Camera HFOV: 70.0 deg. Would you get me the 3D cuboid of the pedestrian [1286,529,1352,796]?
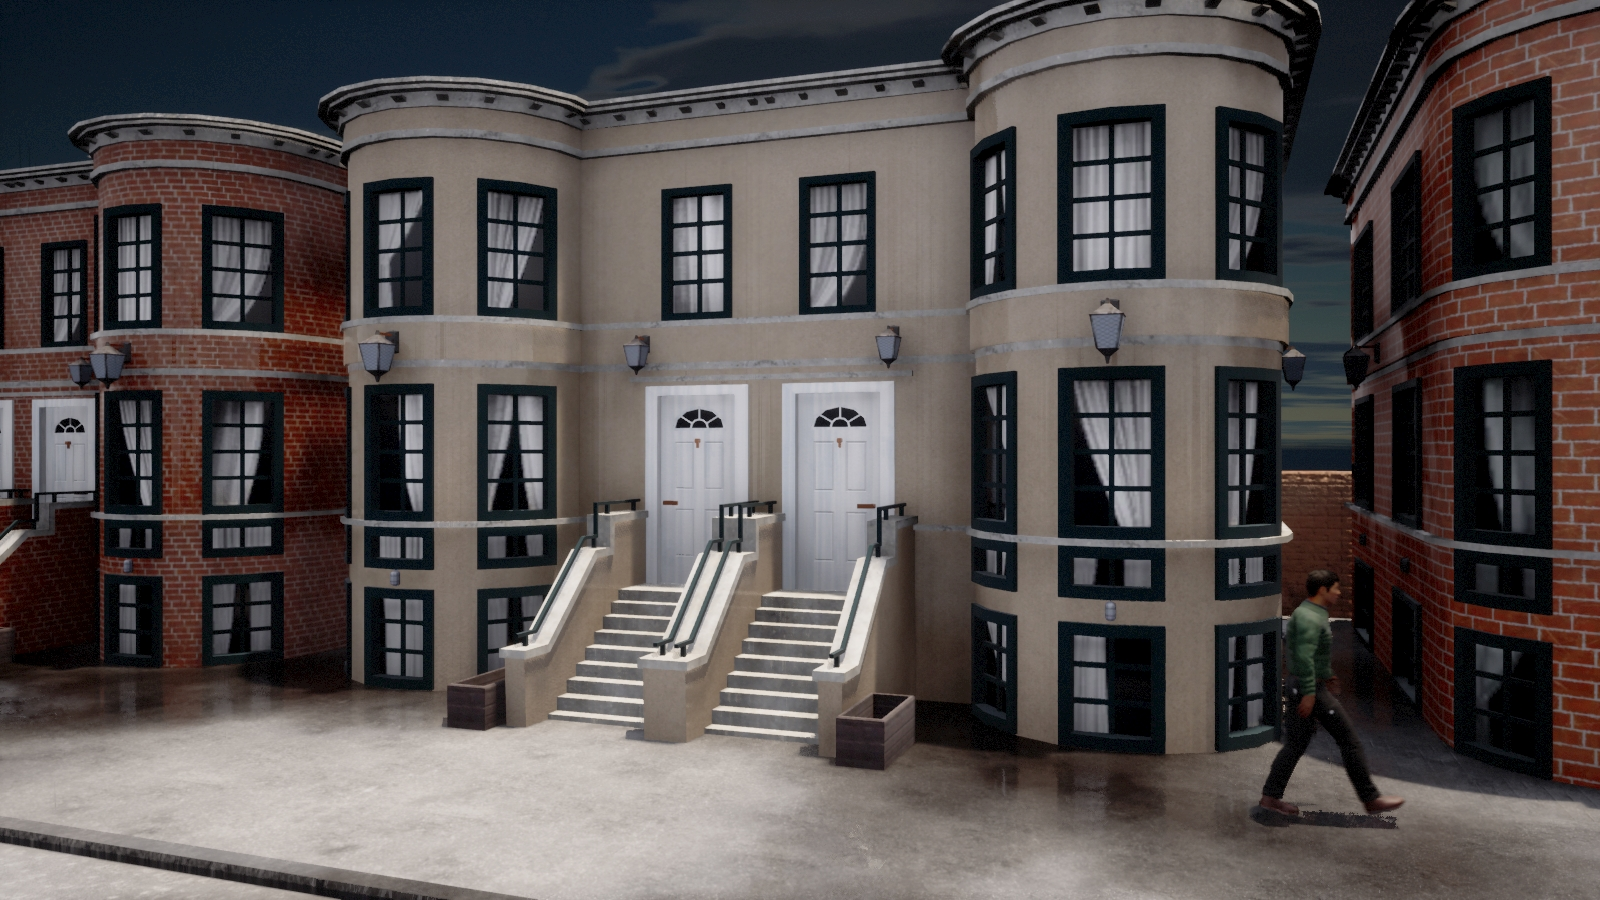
[{"bbox_3d":[3.774,1.525,8.321,0.375,1.860,0.375,0,0,14],"label":"pedestrian"}]
